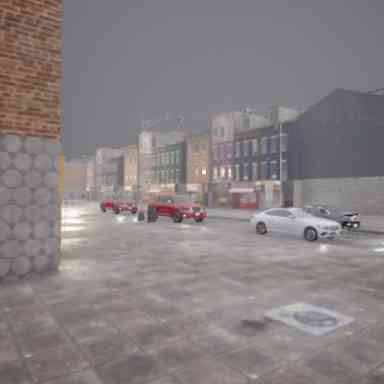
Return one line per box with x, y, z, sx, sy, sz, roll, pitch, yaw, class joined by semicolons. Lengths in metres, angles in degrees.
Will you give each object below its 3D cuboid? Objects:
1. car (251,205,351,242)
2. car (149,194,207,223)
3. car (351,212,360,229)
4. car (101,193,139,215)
5.008;1.491;16.491;1.812;1.442;4.674;1;0;-37;car
-1.219;1.173;25.124;2.150;2.045;5.566;1;0;-36;car
6.921;1.488;18.897;2.128;1.511;4.902;1;0;-36;car
-7.483;1.164;33.876;2.150;2.045;5.566;1;0;-36;car
